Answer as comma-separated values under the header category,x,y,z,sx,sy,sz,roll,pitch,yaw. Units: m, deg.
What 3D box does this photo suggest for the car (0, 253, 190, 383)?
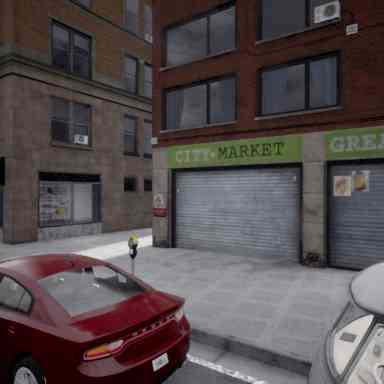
category,x,y,z,sx,sy,sz,roll,pitch,yaw
car,-2.127,1.544,4.592,4.507,1.381,1.887,0,0,35

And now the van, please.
category,x,y,z,sx,sy,sz,roll,pitch,yaw
van,2.482,1.341,1.306,3.998,1.788,1.690,0,0,35
